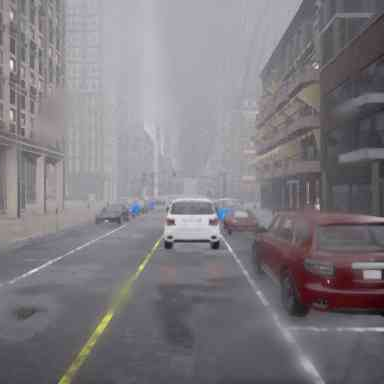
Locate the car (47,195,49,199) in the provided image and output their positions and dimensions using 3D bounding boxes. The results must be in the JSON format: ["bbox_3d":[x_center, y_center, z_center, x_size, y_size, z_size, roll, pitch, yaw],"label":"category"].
[{"bbox_3d":[-32.277,0.755,68.943,5.009,1.841,2.192,1,-1,0],"label":"car"}]

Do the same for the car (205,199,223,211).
[{"bbox_3d":[2.690,1.559,41.237,2.008,1.369,4.403,0,0,0],"label":"car"}]

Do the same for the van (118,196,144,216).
[{"bbox_3d":[-5.691,1.344,29.940,1.690,1.788,3.998,0,0,0],"label":"van"}]

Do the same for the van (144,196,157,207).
[{"bbox_3d":[-5.691,1.349,41.237,1.690,1.788,3.998,0,0,0],"label":"van"}]

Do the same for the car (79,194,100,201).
[{"bbox_3d":[-21.131,1.095,68.966,4.097,1.590,1.967,1,-1,0],"label":"car"}]

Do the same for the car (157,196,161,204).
[{"bbox_3d":[-5.691,1.459,58.183,1.967,1.590,4.097,0,0,0],"label":"car"}]

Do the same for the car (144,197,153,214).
[{"bbox_3d":[-5.691,1.556,35.589,2.008,1.369,4.403,0,0,0],"label":"car"}]

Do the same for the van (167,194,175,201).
[{"bbox_3d":[-5.691,1.390,90.657,1.690,1.788,3.998,0,0,0],"label":"van"}]

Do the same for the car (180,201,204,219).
[{"bbox_3d":[0.000,1.576,29.650,1.994,1.385,4.181,0,0,0],"label":"car"}]

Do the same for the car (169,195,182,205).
[{"bbox_3d":[-3.000,1.427,61.680,2.097,1.767,4.553,0,0,0],"label":"car"}]

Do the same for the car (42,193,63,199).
[{"bbox_3d":[-32.363,1.014,77.317,4.206,1.307,1.802,1,-1,0],"label":"car"}]

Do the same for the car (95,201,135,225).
[{"bbox_3d":[-5.690,1.566,24.291,1.947,1.339,4.313,0,0,0],"label":"car"}]

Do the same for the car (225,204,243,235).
[{"bbox_3d":[2.690,1.581,18.643,1.802,1.307,4.206,0,0,0],"label":"car"}]

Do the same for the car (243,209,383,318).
[{"bbox_3d":[2.690,1.312,7.345,2.192,1.841,5.009,0,0,0],"label":"car"}]

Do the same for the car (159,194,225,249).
[{"bbox_3d":[0.000,1.257,14.680,2.150,2.045,5.566,0,0,0],"label":"car"}]

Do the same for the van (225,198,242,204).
[{"bbox_3d":[2.690,1.342,24.291,1.690,1.788,3.998,0,0,0],"label":"van"}]

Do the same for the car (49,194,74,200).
[{"bbox_3d":[-26.708,1.130,68.950,4.206,1.307,1.802,1,-1,0],"label":"car"}]
